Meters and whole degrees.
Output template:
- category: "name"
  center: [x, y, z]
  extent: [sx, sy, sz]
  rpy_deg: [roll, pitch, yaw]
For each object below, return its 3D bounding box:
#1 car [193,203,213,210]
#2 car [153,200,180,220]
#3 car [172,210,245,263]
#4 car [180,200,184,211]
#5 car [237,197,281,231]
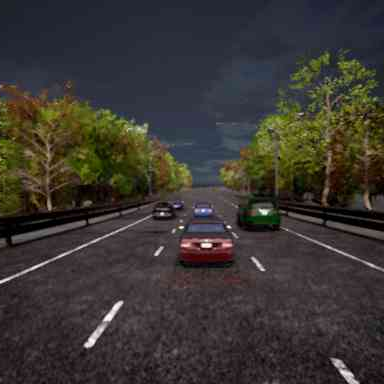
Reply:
- category: "car"
  center: [1.065, 1.718, 31.631]
  extent: [2.033, 1.411, 5.357]
  rpy_deg: [0, 0, 2]
- category: "car"
  center: [-2.471, 1.692, 30.777]
  extent: [1.837, 1.490, 4.892]
  rpy_deg: [0, -2, 2]
- category: "car"
  center: [0.504, 1.632, 12.258]
  extent: [2.033, 1.411, 5.357]
  rpy_deg: [0, 0, 2]
- category: "car"
  center: [-2.095, 1.715, 43.999]
  extent: [1.994, 1.385, 4.181]
  rpy_deg: [0, 0, 2]
- category: "car"
  center: [4.282, 1.345, 21.900]
  extent: [2.150, 2.045, 5.566]
  rpy_deg: [0, 0, 2]
